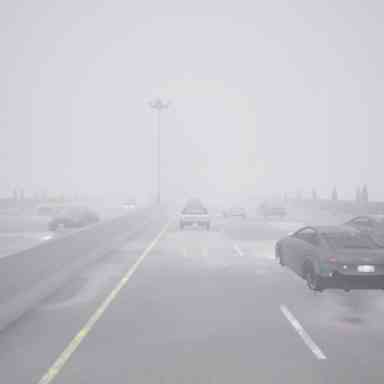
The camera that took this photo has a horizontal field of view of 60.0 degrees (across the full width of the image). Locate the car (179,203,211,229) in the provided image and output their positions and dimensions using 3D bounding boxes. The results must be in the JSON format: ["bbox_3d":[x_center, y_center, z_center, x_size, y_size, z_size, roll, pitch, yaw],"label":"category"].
[{"bbox_3d":[0.178,1.616,21.810,1.895,1.301,4.718,0,0,0],"label":"car"}]

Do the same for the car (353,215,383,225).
[{"bbox_3d":[7.149,1.578,13.028,1.994,1.385,4.181,0,0,0],"label":"car"}]

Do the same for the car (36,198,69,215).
[{"bbox_3d":[-13.967,1.373,33.777,2.097,1.767,4.553,0,0,0],"label":"car"}]

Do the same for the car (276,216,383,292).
[{"bbox_3d":[3.640,1.570,8.948,1.994,1.385,4.181,0,0,0],"label":"car"}]

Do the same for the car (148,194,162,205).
[{"bbox_3d":[-6.786,1.355,61.801,2.150,2.045,5.566,0,0,1],"label":"car"}]

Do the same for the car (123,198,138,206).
[{"bbox_3d":[-10.334,1.660,56.099,1.994,1.385,4.181,0,0,1],"label":"car"}]

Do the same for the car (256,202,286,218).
[{"bbox_3d":[7.214,1.589,30.799,2.033,1.411,5.357,0,0,0],"label":"car"}]

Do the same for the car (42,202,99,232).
[{"bbox_3d":[-7.026,1.529,20.261,1.812,1.442,4.674,0,0,0],"label":"car"}]

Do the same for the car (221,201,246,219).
[{"bbox_3d":[3.697,1.561,29.790,1.812,1.442,4.674,0,0,0],"label":"car"}]

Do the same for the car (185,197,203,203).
[{"bbox_3d":[0.252,1.411,40.486,2.097,1.767,4.553,0,0,0],"label":"car"}]
